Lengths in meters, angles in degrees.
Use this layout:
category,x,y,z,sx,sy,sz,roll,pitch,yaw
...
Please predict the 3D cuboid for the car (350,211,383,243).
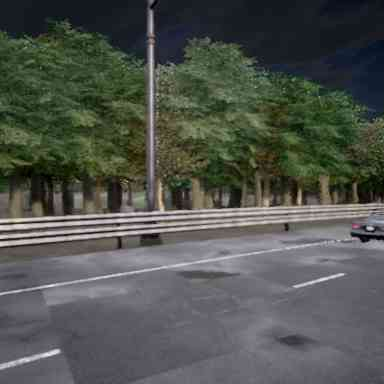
category,x,y,z,sx,sy,sz,roll,pitch,yaw
car,9.136,1.507,14.655,5.357,1.411,2.033,0,0,-35
